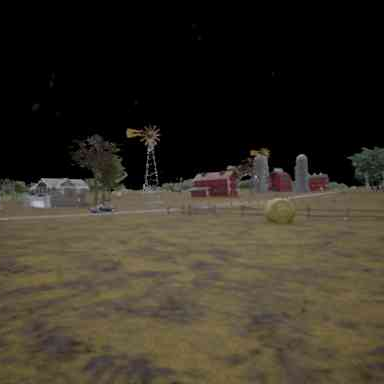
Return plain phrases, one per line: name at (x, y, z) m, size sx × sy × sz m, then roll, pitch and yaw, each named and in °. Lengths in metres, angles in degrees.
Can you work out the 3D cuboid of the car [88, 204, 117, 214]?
car at (-14.474, 2.718, 53.832) m, size 1.837 × 1.490 × 4.892 m, roll -3°, pitch -2°, yaw 36°
